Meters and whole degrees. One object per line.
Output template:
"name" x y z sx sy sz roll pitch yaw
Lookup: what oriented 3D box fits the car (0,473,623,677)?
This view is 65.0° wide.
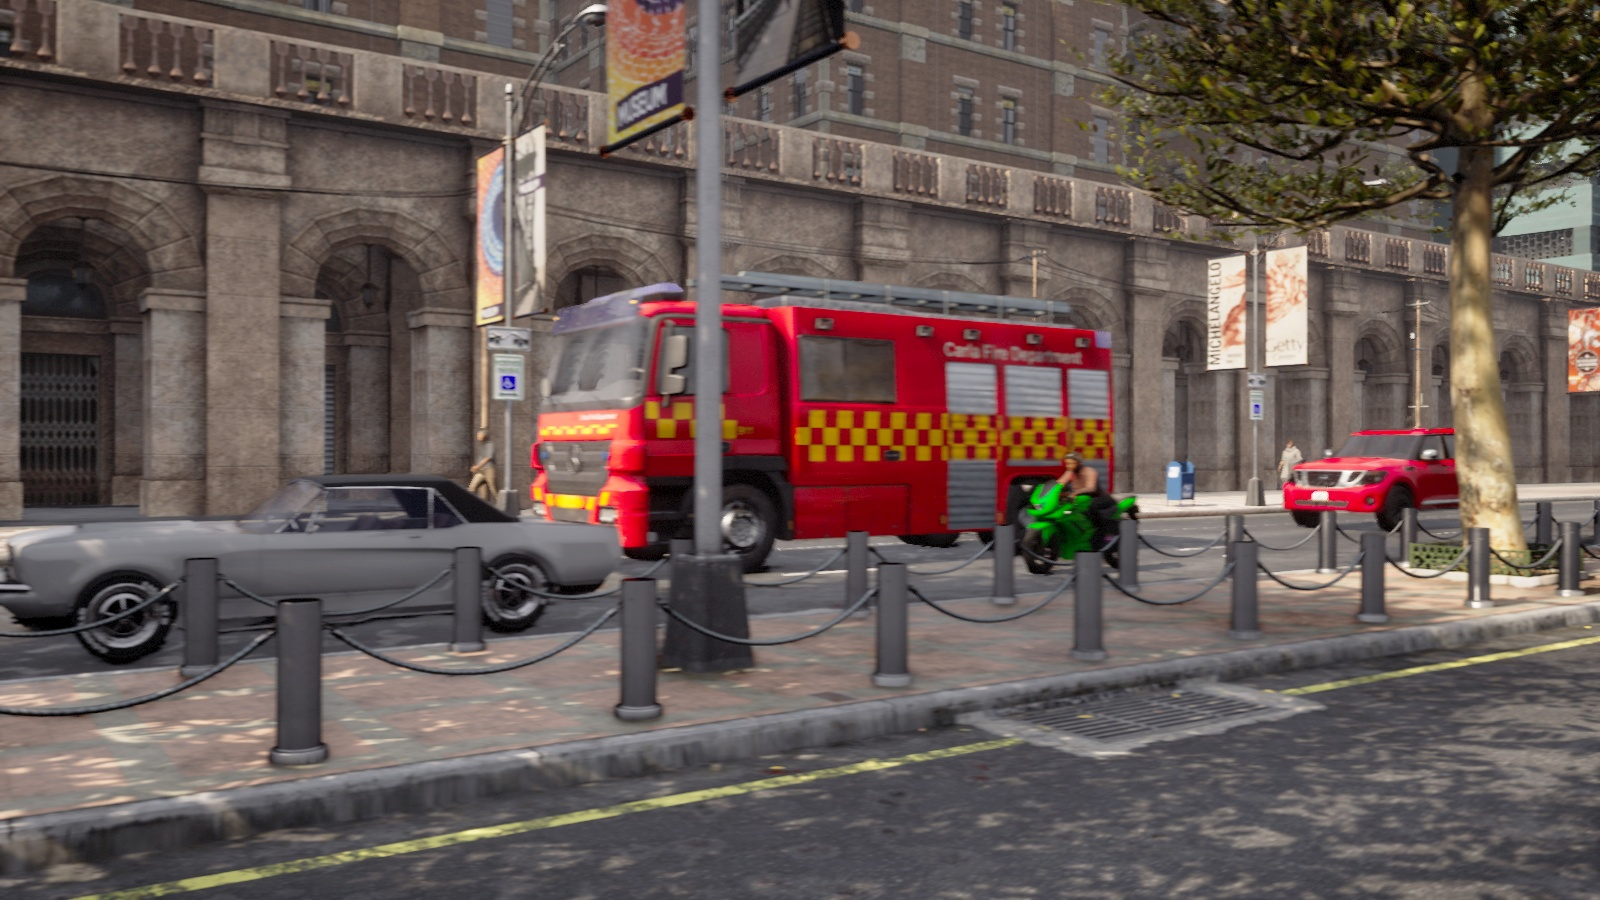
"car" -4.043 0.878 10.473 4.718 1.301 1.895 0 0 -33

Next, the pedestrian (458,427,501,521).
"pedestrian" -6.456 0.475 25.288 0.694 1.848 0.540 0 0 -34

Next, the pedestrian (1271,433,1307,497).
"pedestrian" 15.300 0.463 39.309 0.873 1.952 0.659 0 0 -34

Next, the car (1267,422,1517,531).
"car" 12.292 0.500 25.938 5.566 2.045 2.150 0 0 -34

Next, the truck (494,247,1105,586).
"truck" 0.276 -0.378 17.747 8.468 3.827 2.891 0 0 -34

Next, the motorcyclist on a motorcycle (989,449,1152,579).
"motorcyclist on a motorcycle" 3.378 0.757 15.622 2.044 1.523 0.797 0 0 -34
